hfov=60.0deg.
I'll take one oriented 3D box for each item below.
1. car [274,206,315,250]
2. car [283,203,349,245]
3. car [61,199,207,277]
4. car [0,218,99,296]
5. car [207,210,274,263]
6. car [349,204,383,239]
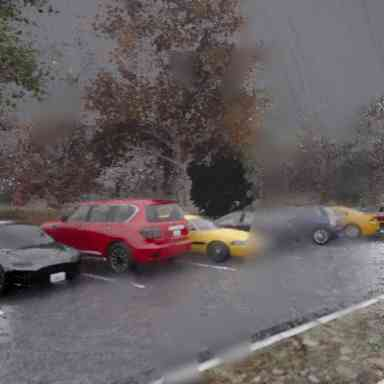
[{"bbox_3d":[2.241,1.506,14.029,4.892,1.521,2.231,-1,0,34],"label":"car"},{"bbox_3d":[4.660,1.379,15.766,4.553,1.767,2.185,-1,-1,34],"label":"car"},{"bbox_3d":[-2.608,1.255,10.575,5.566,2.045,2.435,-1,-1,34],"label":"car"},{"bbox_3d":[-4.975,1.535,8.815,4.792,1.488,2.163,-1,-1,34],"label":"car"},{"bbox_3d":[-0.012,1.500,12.193,5.366,1.575,1.946,-1,-1,34],"label":"car"},{"bbox_3d":[7.030,1.505,17.534,5.008,1.535,2.097,-1,-1,34],"label":"car"}]
